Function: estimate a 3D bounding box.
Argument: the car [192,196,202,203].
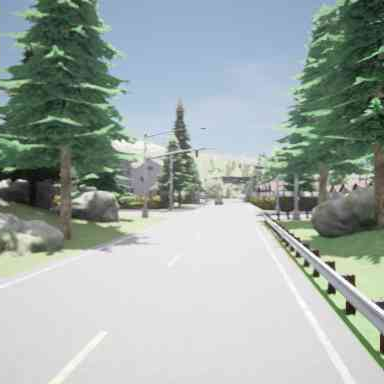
[{"bbox_3d":[-0.443,2.188,91.455,4.902,1.511,2.128,0,-1,8],"label":"car"}]

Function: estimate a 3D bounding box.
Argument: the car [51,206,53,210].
[{"bbox_3d":[-18.919,1.768,39.232,5.008,1.535,1.882,2,0,8],"label":"car"}]

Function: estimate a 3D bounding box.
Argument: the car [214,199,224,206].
[{"bbox_3d":[5.871,2.205,72.190,1.837,1.490,4.892,0,-1,8],"label":"car"}]
